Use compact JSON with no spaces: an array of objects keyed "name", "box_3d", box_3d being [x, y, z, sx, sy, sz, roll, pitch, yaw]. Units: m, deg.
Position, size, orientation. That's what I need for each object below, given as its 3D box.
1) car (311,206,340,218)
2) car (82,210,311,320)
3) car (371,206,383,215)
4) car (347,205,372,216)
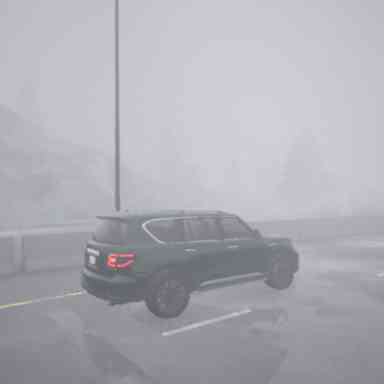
[{"name":"car","box_3d":[16.474,2.506,41.791,4.674,1.442,1.812,0,-2,-24]},{"name":"car","box_3d":[0.216,1.451,8.115,5.566,2.045,2.150,1,-2,-36]},{"name":"car","box_3d":[22.628,2.329,36.864,4.674,1.442,1.812,0,-2,-23]},{"name":"car","box_3d":[20.880,2.373,39.922,4.902,1.511,2.128,0,-2,-23]}]
